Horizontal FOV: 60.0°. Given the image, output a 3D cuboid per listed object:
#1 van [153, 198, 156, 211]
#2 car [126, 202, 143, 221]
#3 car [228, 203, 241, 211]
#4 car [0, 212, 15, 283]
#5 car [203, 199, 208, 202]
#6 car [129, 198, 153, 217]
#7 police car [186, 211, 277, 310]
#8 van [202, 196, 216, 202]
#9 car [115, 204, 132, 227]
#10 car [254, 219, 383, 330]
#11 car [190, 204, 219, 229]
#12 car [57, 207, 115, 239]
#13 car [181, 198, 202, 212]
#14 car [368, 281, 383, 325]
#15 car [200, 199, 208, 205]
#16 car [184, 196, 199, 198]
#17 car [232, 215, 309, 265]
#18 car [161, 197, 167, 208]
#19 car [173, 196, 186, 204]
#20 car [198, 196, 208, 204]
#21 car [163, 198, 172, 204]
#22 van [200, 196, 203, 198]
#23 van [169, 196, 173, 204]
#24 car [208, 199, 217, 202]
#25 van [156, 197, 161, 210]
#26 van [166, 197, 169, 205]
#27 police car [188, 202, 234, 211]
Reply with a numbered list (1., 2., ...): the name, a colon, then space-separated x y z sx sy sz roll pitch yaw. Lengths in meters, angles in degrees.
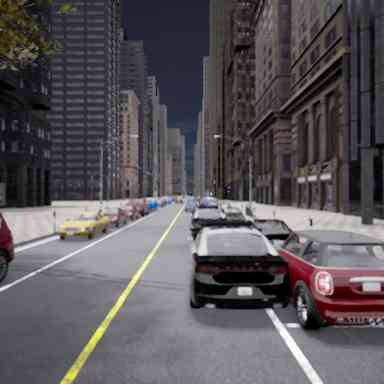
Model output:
1. van: -5.810 1.672 41.087 1.690 1.788 3.998 0 0 0
2. car: -5.797 1.821 29.730 1.802 1.307 4.206 0 0 0
3. car: 2.735 1.744 24.071 2.008 1.369 4.403 0 0 0
4. car: -5.771 1.371 7.023 2.192 1.841 5.009 0 0 0
5. car: 2.715 1.882 41.104 2.008 1.369 4.403 0 0 0
6. car: -5.804 1.600 35.409 2.192 1.841 5.009 0 0 0
7. police car: 0.892 1.491 8.203 1.930 1.638 5.238 0 0 0
8. van: 2.708 1.720 46.783 1.690 1.788 3.998 0 0 0
9. car: -5.790 1.775 24.053 1.802 1.307 4.206 0 0 0
10. car: 2.754 1.496 7.040 1.967 1.590 4.097 0 0 0
11. car: 0.809 1.699 24.093 1.837 1.490 4.892 0 0 0
12. car: -5.783 1.671 18.206 1.752 1.417 4.829 0 0 0
13. car: -0.030 1.909 44.711 2.033 1.411 5.357 0 0 0
14. car: 2.761 1.594 1.362 1.802 1.307 4.206 0 0 0
15. car: 2.676 2.200 75.168 1.802 1.307 4.206 0 0 0
16. car: -0.070 2.011 61.991 1.837 1.490 4.892 0 0 0
17. car: 2.748 1.667 12.717 1.947 1.339 4.313 0 0 0
18. car: -5.829 2.055 58.116 1.802 1.307 4.206 0 0 0
19. car: -3.090 2.183 79.833 1.812 1.442 4.674 0 -1 0
20. car: 2.669 1.981 80.847 2.192 1.841 5.009 0 0 0
21. car: -5.855 2.190 80.656 1.752 1.417 4.829 0 0 0
22. van: 2.695 1.814 58.138 1.690 1.788 3.998 0 0 0
23. van: -5.849 1.959 75.150 1.690 1.788 3.998 0 0 0
24. car: 2.728 1.679 29.749 1.967 1.590 4.097 0 0 0
25. van: -5.817 1.719 46.764 1.690 1.788 3.998 0 0 0
26. van: -5.836 1.862 63.796 1.690 1.788 3.998 0 0 0
27. police car: 0.880 1.571 18.203 1.930 1.638 5.238 0 0 0
